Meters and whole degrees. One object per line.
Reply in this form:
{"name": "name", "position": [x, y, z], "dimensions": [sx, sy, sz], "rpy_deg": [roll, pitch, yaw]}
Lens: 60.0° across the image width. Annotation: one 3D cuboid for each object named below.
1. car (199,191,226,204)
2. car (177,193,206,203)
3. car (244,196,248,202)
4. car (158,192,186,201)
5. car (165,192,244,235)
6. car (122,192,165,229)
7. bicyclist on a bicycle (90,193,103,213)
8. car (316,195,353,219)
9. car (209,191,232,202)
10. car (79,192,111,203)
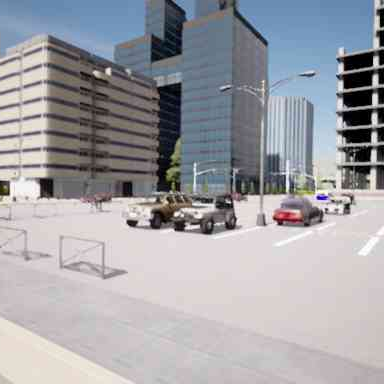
{"name": "car", "position": [3.139, 0.827, 50.443], "dimensions": [2.097, 1.767, 4.553], "rpy_deg": [1, 1, 34]}
{"name": "car", "position": [0.046, 0.898, 52.122], "dimensions": [2.128, 1.511, 4.902], "rpy_deg": [1, 1, 34]}
{"name": "car", "position": [8.020, 0.994, 57.820], "dimensions": [1.812, 1.442, 4.674], "rpy_deg": [1, 1, 34]}
{"name": "car", "position": [-3.482, 0.724, 59.518], "dimensions": [2.033, 1.411, 5.357], "rpy_deg": [1, 1, 34]}
{"name": "car", "position": [0.756, 0.980, 16.587], "dimensions": [1.905, 1.878, 3.866], "rpy_deg": [1, 1, 34]}
{"name": "car", "position": [-1.610, 0.921, 18.253], "dimensions": [1.932, 1.855, 4.605], "rpy_deg": [1, 1, 34]}
{"name": "bicyclist on a bicycle", "position": [-7.838, 0.868, 27.215], "dimensions": [1.656, 1.620, 0.582], "rpy_deg": [1, 1, 34]}
{"name": "car", "position": [12.779, 1.264, 29.543], "dimensions": [1.970, 1.475, 3.806], "rpy_deg": [1, 1, 34]}
{"name": "car", "position": [5.101, 0.752, 59.743], "dimensions": [2.097, 1.767, 4.553], "rpy_deg": [1, 1, 34]}
{"name": "car", "position": [-13.113, 0.800, 45.322], "dimensions": [1.812, 1.442, 4.674], "rpy_deg": [1, 1, 34]}
